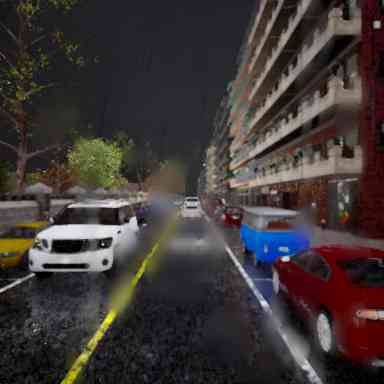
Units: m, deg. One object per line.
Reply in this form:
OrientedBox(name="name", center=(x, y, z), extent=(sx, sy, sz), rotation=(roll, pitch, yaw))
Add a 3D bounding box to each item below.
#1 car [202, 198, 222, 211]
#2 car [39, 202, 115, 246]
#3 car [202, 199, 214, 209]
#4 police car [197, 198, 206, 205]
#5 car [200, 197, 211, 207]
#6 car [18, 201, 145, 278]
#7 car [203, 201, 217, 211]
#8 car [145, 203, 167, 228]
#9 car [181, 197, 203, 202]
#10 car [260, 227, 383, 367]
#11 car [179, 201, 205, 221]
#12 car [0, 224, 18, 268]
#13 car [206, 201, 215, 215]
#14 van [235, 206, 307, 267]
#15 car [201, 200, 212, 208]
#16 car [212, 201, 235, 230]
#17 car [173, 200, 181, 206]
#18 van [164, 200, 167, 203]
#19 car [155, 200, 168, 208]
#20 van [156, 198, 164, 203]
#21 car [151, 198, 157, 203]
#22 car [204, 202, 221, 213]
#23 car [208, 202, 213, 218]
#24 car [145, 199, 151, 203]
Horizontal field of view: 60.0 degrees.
OrientedBox(name="car", center=(2.698, 1.727, 39.747), extent=(2.192, 1.841, 5.009), rotation=(0, -1, 0))
OrientedBox(name="car", center=(-5.686, 1.489, 17.230), extent=(2.192, 1.841, 5.009), rotation=(0, -1, 0))
OrientedBox(name="car", center=(2.699, 2.040, 56.635), extent=(1.967, 1.590, 4.097), rotation=(0, -1, 0))
OrientedBox(name="police car", center=(2.377, 2.347, 83.714), extent=(1.930, 1.638, 5.238), rotation=(0, -1, 0))
OrientedBox(name="car", center=(2.701, 2.047, 67.896), extent=(2.192, 1.841, 5.009), rotation=(0, -1, 0))
OrientedBox(name="car", center=(-3.089, 1.329, 10.827), extent=(2.150, 2.045, 5.566), rotation=(0, 0, -1))
OrientedBox(name="car", center=(2.698, 2.081, 51.005), extent=(1.887, 1.381, 4.507), rotation=(0, -1, 0))
OrientedBox(name="car", center=(-3.078, 1.796, 24.409), extent=(2.033, 1.411, 5.357), rotation=(0, -1, 0))
OrientedBox(name="car", center=(0.056, 1.689, 44.689), extent=(2.150, 2.045, 5.566), rotation=(0, 0, 1))
OrientedBox(name="car", center=(2.693, 1.605, 5.966), extent=(1.887, 1.381, 4.507), rotation=(0, -1, 0))
OrientedBox(name="car", center=(0.010, 1.836, 30.227), extent=(1.812, 1.442, 4.674), rotation=(0, 0, 0))
OrientedBox(name="car", center=(-5.686, 1.640, 11.428), extent=(1.752, 1.417, 4.829), rotation=(0, -1, 0))
OrientedBox(name="car", center=(2.696, 1.897, 34.115), extent=(1.887, 1.381, 4.507), rotation=(0, -1, 0))
OrientedBox(name="van", center=(2.695, 1.458, 11.598), extent=(1.690, 1.788, 3.998), rotation=(0, -1, 0))
OrientedBox(name="car", center=(2.700, 2.247, 62.264), extent=(1.802, 1.307, 4.206), rotation=(0, -1, 0))
OrientedBox(name="car", center=(2.695, 1.673, 22.857), extent=(1.967, 1.590, 4.097), rotation=(0, -1, 0))
OrientedBox(name="car", center=(-2.990, 2.327, 71.512), extent=(1.895, 1.301, 4.718), rotation=(0, -1, 0))
OrientedBox(name="van", center=(-5.681, 1.941, 56.637), extent=(1.690, 1.788, 3.998), rotation=(0, -1, 0))
OrientedBox(name="car", center=(-5.681, 2.215, 62.265), extent=(2.008, 1.369, 4.403), rotation=(0, -1, 0))
OrientedBox(name="van", center=(-5.682, 1.877, 51.008), extent=(1.690, 1.788, 3.998), rotation=(0, -1, 0))
OrientedBox(name="car", center=(-5.682, 1.852, 39.747), extent=(1.967, 1.590, 4.097), rotation=(0, -1, 0))
OrientedBox(name="car", center=(2.698, 2.024, 45.375), extent=(2.008, 1.369, 4.403), rotation=(0, -1, 0))
OrientedBox(name="car", center=(2.695, 1.843, 28.486), extent=(2.008, 1.369, 4.403), rotation=(0, -1, 0))
OrientedBox(name="car", center=(-5.684, 1.791, 34.119), extent=(1.967, 1.590, 4.097), rotation=(0, -1, 0))
